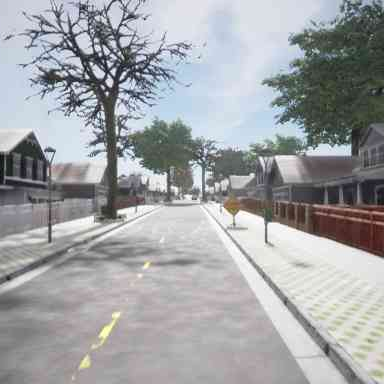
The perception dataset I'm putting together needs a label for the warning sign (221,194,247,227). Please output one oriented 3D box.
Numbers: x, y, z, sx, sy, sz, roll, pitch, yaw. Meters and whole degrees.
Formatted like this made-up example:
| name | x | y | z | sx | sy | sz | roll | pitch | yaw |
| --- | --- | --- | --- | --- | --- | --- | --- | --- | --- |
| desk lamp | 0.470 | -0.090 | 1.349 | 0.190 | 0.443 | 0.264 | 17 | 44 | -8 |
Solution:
| name | x | y | z | sx | sy | sz | roll | pitch | yaw |
| --- | --- | --- | --- | --- | --- | --- | --- | --- | --- |
| warning sign | 2.478 | 1.110 | 19.804 | 1.300 | 1.860 | 1.060 | -2 | -3 | 0 |
